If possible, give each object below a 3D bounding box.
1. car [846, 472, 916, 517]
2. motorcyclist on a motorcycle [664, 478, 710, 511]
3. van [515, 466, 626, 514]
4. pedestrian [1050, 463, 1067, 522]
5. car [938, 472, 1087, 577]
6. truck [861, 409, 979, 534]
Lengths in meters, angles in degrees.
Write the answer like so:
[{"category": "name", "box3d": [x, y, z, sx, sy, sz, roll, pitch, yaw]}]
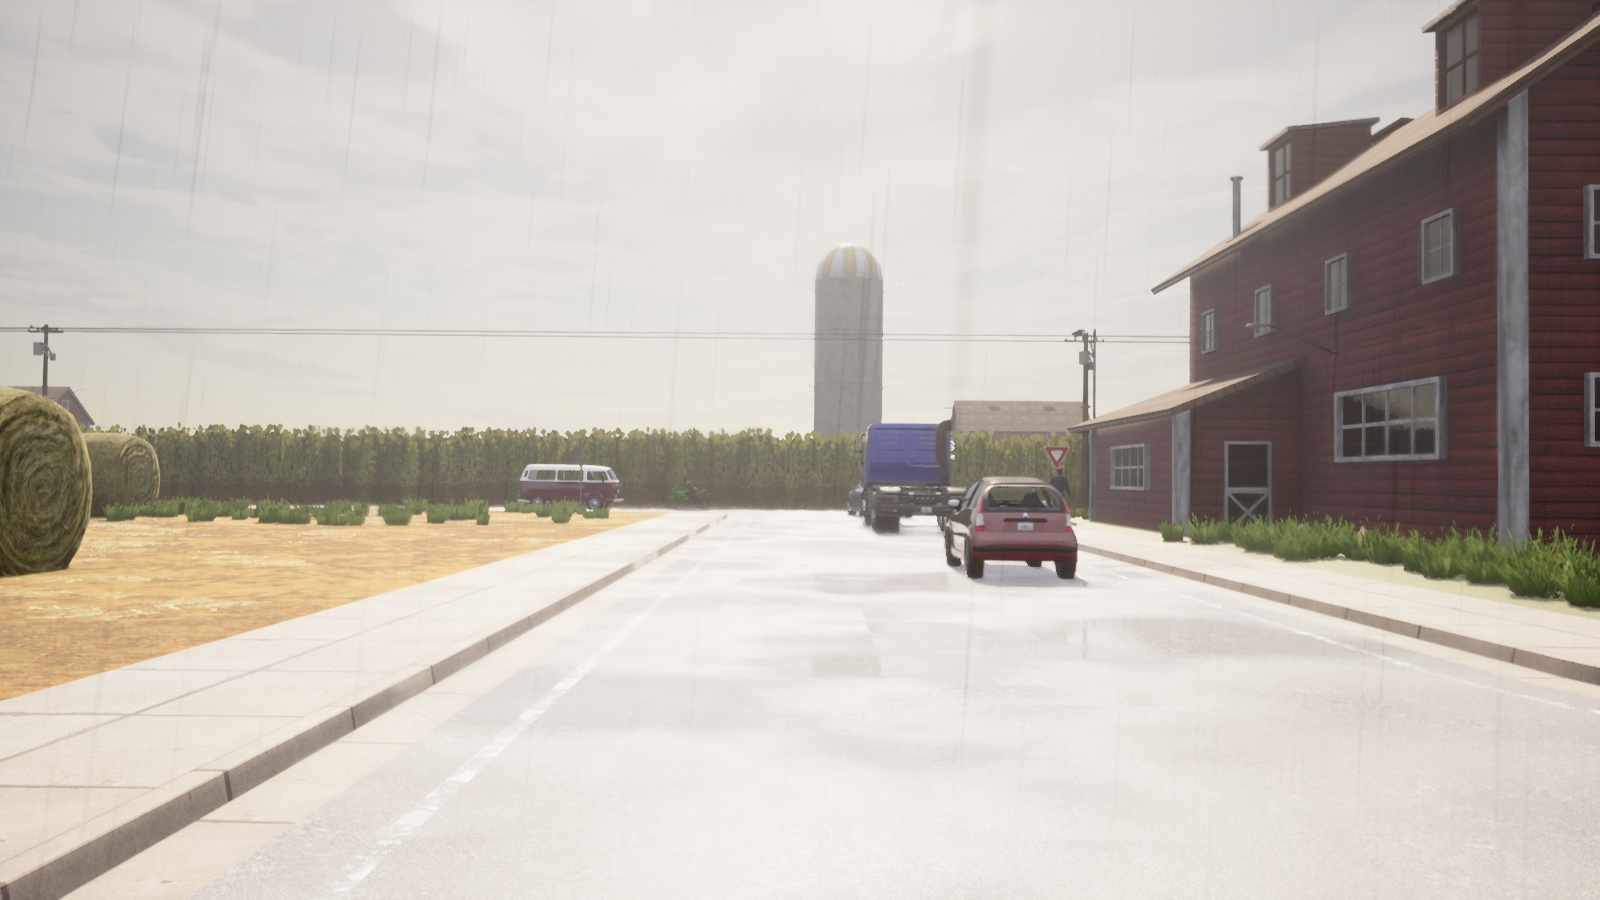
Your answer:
[{"category": "car", "box3d": [3.214, 1.783, 50.937, 2.097, 1.767, 4.553, 0, -2, -6]}, {"category": "motorcyclist on a motorcycle", "box3d": [-5.234, 2.069, 58.276, 2.044, 1.523, 0.797, 0, -1, 1]}, {"category": "van", "box3d": [-9.978, 1.730, 54.852, 4.480, 2.038, 2.069, 0, -1, 1]}, {"category": "pedestrian", "box3d": [8.149, 1.346, 39.541, 0.370, 1.835, 0.726, 0, -1, 24]}, {"category": "car", "box3d": [3.508, 1.189, 21.427, 1.851, 1.617, 3.988, 0, -1, 0]}, {"category": "truck", "box3d": [3.507, 0.677, 38.731, 2.891, 3.462, 7.936, 0, -1, 0]}]
